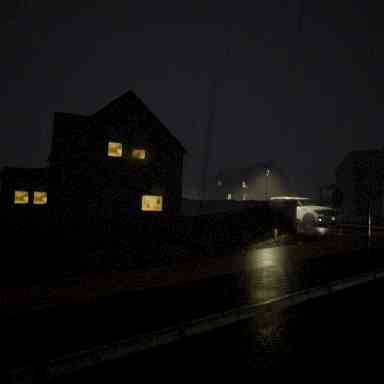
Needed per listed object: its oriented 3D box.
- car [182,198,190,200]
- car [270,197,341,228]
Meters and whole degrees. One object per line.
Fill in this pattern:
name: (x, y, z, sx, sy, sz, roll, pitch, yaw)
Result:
car: (-1.294, 1.725, 42.315, 2.150, 2.045, 5.566, 3, -2, -21)
car: (7.625, 1.379, 23.479, 2.150, 2.045, 5.566, 3, -2, -29)
